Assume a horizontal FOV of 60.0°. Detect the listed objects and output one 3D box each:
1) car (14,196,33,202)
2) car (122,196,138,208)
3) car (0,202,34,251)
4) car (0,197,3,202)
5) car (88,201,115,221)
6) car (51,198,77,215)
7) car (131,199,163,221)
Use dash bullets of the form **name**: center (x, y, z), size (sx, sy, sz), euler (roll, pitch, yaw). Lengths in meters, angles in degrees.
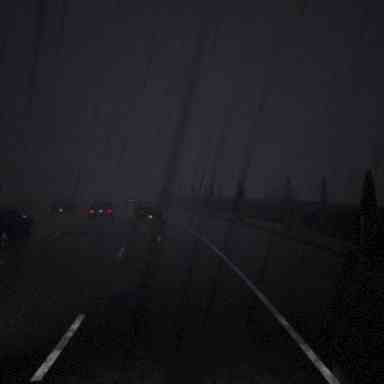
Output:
- **car**: center (-23.588, 1.288, 46.736), size (1.812, 1.442, 4.674), euler (0, 0, -15)
- **car**: center (-7.815, 1.267, 42.603), size (1.837, 1.490, 4.892), euler (0, 0, -15)
- **car**: center (-8.158, 1.409, 13.755), size (1.882, 1.535, 5.008), euler (0, 0, -8)
- **car**: center (-26.475, 1.272, 43.957), size (2.128, 1.511, 4.902), euler (0, 0, -15)
- **car**: center (-7.098, 1.406, 26.089), size (2.033, 1.411, 5.357), euler (0, 0, -14)
- **car**: center (-12.156, 1.339, 31.650), size (1.837, 1.490, 4.892), euler (0, 0, -15)
- **car**: center (-3.482, 1.456, 25.913), size (1.895, 1.301, 4.718), euler (0, 0, -13)
